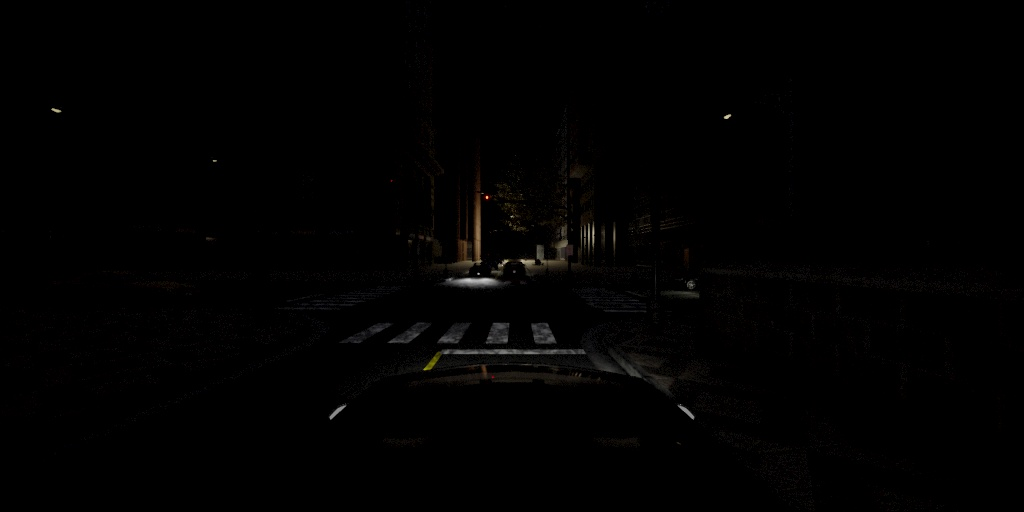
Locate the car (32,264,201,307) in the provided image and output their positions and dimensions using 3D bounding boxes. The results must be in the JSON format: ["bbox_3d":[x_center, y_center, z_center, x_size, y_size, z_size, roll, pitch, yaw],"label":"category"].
[{"bbox_3d":[-14.902,1.146,13.866,4.829,1.417,1.751,0,0,1],"label":"car"}]

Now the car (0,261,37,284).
[{"bbox_3d":[-31.863,0.974,22.545,4.507,1.381,1.888,0,0,1],"label":"car"}]

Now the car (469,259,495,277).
[{"bbox_3d":[-2.997,1.275,34.437,1.895,1.301,4.718,0,0,0],"label":"car"}]

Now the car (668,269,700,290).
[{"bbox_3d":[11.988,1.381,22.148,4.403,1.370,2.007,0,0,1],"label":"car"}]

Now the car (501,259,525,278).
[{"bbox_3d":[0.198,1.159,33.035,1.882,1.535,5.008,0,0,0],"label":"car"}]

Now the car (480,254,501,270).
[{"bbox_3d":[-2.971,0.807,47.646,2.150,2.045,5.566,0,0,-1],"label":"car"}]

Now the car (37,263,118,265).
[{"bbox_3d":[-26.245,1.065,22.494,4.313,1.339,1.948,0,0,1],"label":"car"}]
